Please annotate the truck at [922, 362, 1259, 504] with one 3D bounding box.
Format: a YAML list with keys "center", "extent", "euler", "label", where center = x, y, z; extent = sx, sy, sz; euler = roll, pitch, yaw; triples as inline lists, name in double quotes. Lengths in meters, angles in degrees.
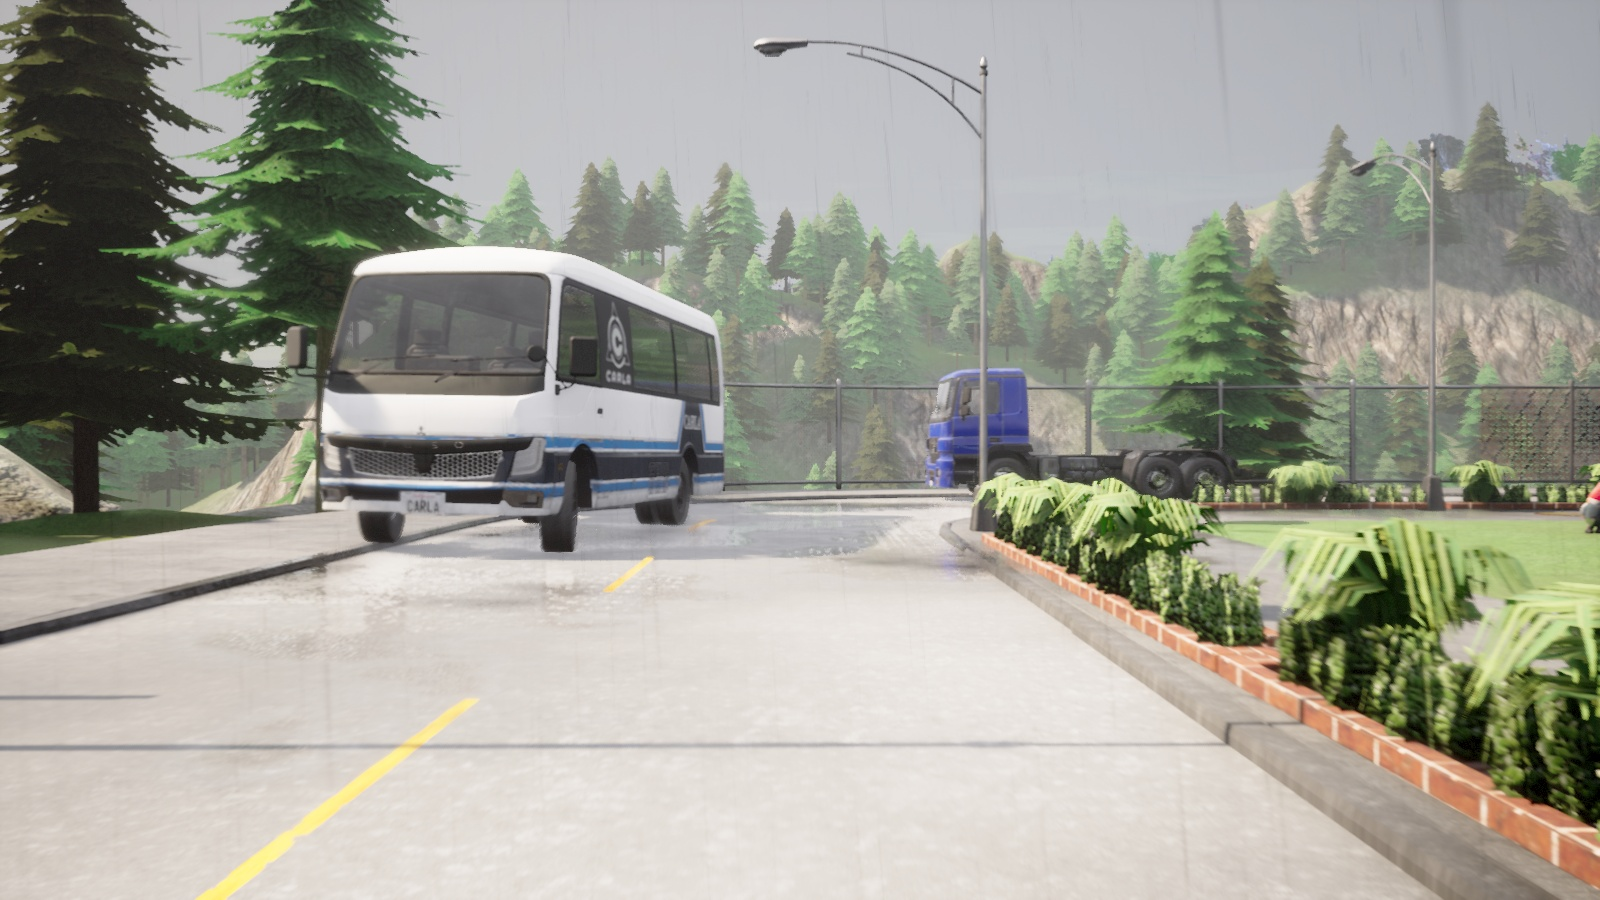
- center: [7.266, -0.410, 32.180]
  extent: [7.936, 3.462, 2.891]
  euler: [0, 0, -2]
  label: "truck"

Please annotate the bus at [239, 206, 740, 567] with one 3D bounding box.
- center: [-4.063, -0.770, 20.219]
  extent: [3.944, 4.253, 10.273]
  euler: [1, 0, 10]
  label: "bus"
